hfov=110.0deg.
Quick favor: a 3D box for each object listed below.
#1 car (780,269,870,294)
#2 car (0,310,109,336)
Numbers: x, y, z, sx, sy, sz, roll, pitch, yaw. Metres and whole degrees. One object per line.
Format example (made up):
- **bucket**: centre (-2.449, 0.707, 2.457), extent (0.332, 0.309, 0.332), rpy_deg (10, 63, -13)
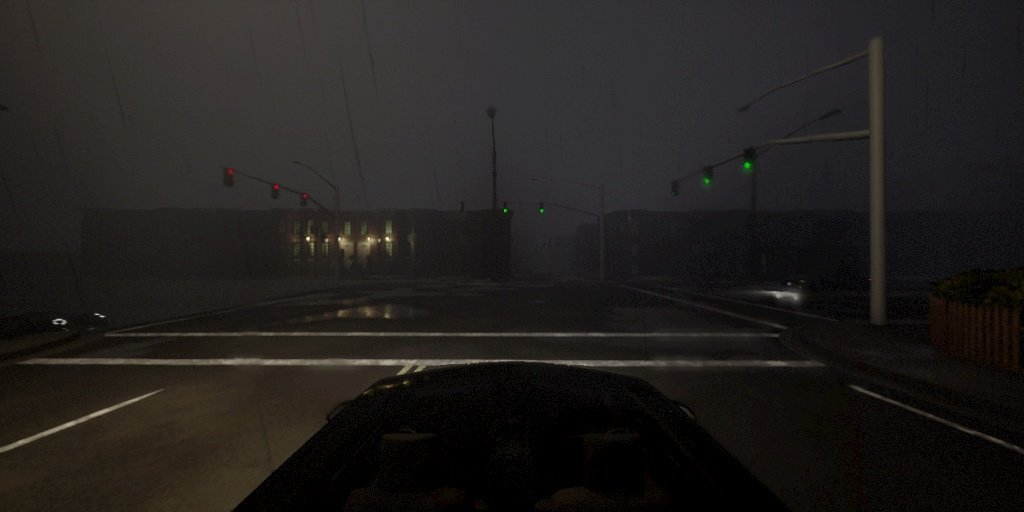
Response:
- **car**: centre (17.894, 1.415, 20.544), extent (4.181, 1.385, 1.994), rpy_deg (0, 0, 0)
- **car**: centre (-22.008, 3.362, 16.746), extent (4.553, 1.767, 2.097), rpy_deg (-13, 1, -1)
